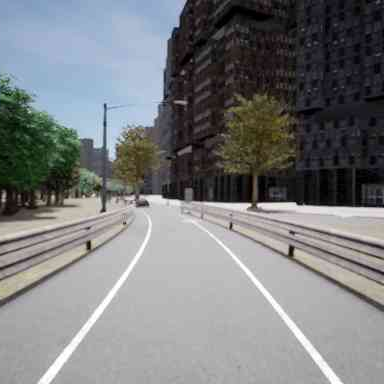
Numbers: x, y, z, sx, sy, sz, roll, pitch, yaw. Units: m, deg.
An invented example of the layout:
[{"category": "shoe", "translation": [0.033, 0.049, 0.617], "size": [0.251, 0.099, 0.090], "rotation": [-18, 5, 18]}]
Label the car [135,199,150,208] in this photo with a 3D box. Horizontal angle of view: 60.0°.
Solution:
[{"category": "car", "translation": [-8.505, 1.882, 56.616], "size": [1.837, 1.490, 4.892], "rotation": [0, 0, -20]}]
